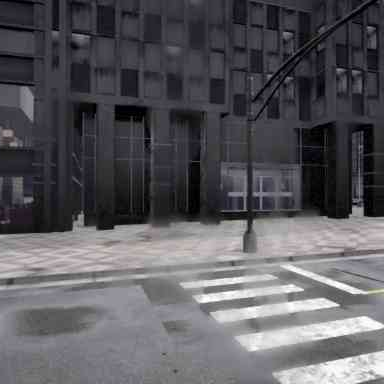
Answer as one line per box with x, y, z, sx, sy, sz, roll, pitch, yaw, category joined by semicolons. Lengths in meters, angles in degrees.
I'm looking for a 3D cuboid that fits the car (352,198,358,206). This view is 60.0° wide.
22.550;1.339;49.221;1.994;1.385;4.181;0;-1;-16;car
